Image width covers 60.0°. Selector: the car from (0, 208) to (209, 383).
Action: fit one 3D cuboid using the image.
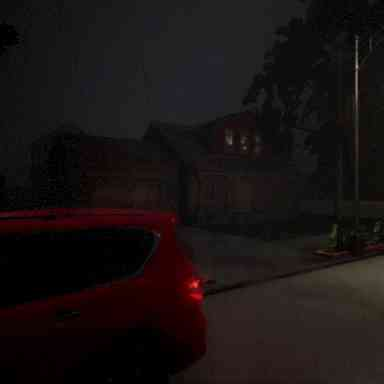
[{"bbox_3d":[-2.429,1.221,2.846,5.566,2.045,2.150,0,0,-35],"label":"car"}]
